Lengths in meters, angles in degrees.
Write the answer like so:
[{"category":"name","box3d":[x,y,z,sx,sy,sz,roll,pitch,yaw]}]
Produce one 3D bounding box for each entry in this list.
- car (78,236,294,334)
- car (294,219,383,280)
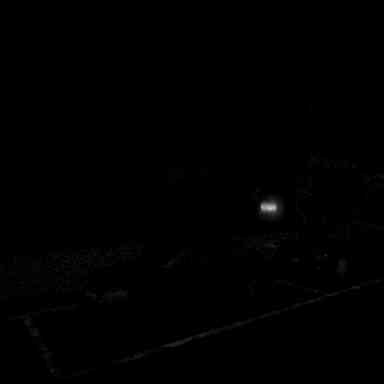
[{"category":"car","box3d":[-0.091,1.583,6.697,4.206,1.307,1.802,0,0,-35]},{"category":"car","box3d":[4.517,1.546,9.984,4.507,1.381,1.887,0,0,-36]}]
